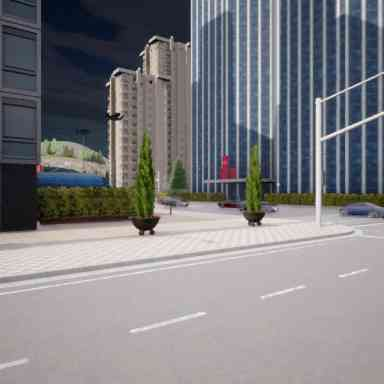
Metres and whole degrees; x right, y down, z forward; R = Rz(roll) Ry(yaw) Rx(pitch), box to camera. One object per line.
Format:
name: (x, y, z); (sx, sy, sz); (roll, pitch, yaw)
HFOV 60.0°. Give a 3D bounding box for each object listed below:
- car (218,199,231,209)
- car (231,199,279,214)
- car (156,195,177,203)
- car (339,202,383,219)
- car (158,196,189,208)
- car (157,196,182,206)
car: (5.447, 1.601, 42.573); (1.895, 1.301, 4.718); (0, 0, -36)
car: (6.811, 1.491, 34.720); (2.128, 1.511, 4.902); (0, 0, -36)
car: (-5.345, 1.498, 69.719); (2.128, 1.511, 4.902); (0, 0, -36)
car: (15.168, 1.563, 29.194); (1.994, 1.385, 4.181); (0, 0, -36)
car: (-2.393, 1.491, 47.445); (2.128, 1.511, 4.902); (0, 0, -36)
car: (-3.778, 1.477, 55.374); (1.882, 1.535, 5.008); (0, 0, -36)
